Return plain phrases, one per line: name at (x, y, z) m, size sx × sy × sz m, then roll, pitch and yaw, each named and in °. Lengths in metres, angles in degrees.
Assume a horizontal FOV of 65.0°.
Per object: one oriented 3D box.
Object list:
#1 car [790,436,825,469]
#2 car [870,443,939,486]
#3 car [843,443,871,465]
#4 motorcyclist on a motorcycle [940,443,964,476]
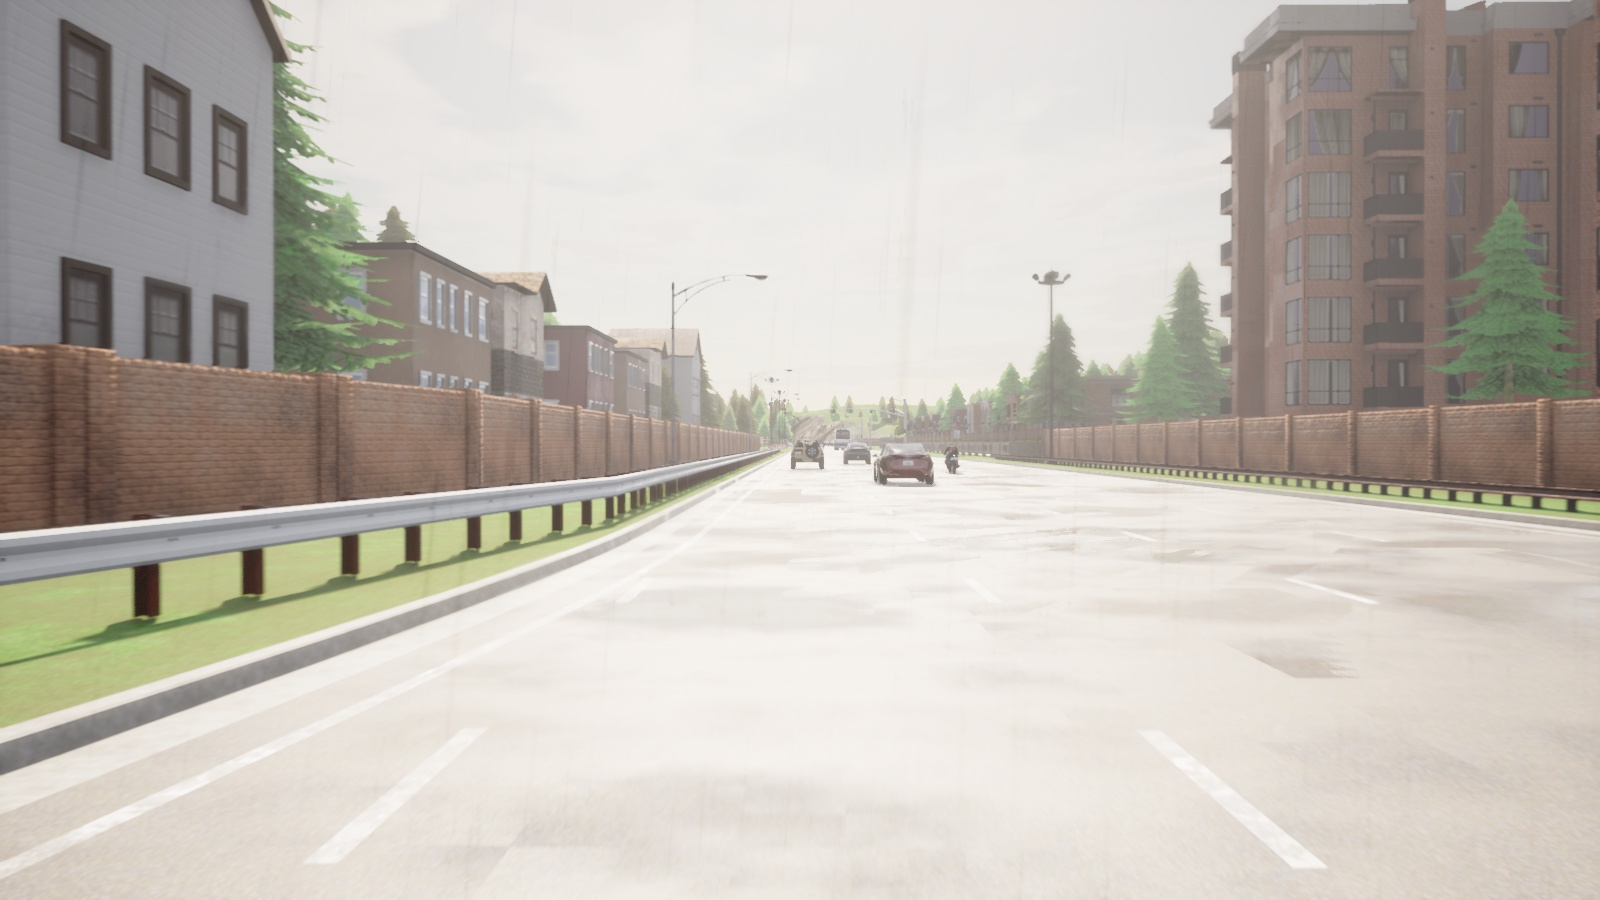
car at (0.431, 0.153, 73.090) m, size 1.932 × 1.855 × 4.605 m, roll 0°, pitch 0°, yaw 0°
car at (3.783, 0.489, 46.313) m, size 2.163 × 1.488 × 4.792 m, roll 0°, pitch 0°, yaw 0°
car at (4.021, 0.255, 89.063) m, size 1.837 × 1.490 × 4.892 m, roll 0°, pitch 0°, yaw 0°
motorcyclist on a motorcycle at (7.361, 0.446, 60.882) m, size 0.866 × 1.530 × 2.191 m, roll 0°, pitch 0°, yaw 0°
